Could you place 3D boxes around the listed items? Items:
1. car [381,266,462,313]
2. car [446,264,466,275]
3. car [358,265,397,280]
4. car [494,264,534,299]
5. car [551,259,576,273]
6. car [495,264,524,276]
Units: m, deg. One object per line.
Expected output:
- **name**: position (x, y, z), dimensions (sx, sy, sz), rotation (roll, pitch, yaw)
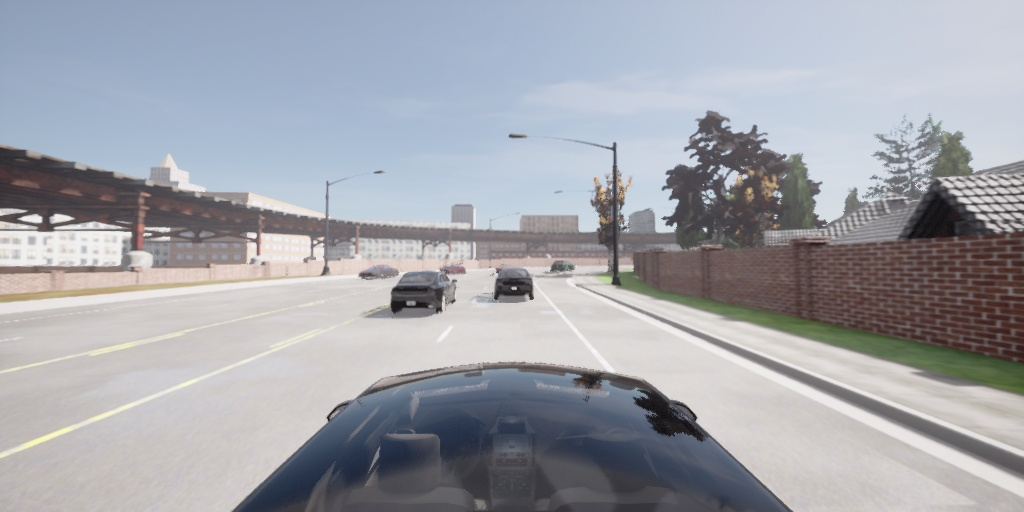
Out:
- **car**: position (-3.404, 1.353, 14.524), dimensions (1.837, 1.490, 4.892), rotation (0, 0, 0)
- **car**: position (-7.255, 1.639, 43.868), dimensions (1.994, 1.385, 4.181), rotation (-1, -1, 20)
- **car**: position (-13.256, 1.576, 36.003), dimensions (2.033, 1.411, 5.357), rotation (0, -1, 8)
- **car**: position (0.097, 1.358, 18.930), dimensions (1.882, 1.535, 5.008), rotation (0, 0, 0)
- **car**: position (7.166, 1.340, 49.682), dimensions (2.097, 1.767, 4.553), rotation (-1, 0, 31)
- **car**: position (-0.215, 1.618, 43.132), dimensions (1.895, 1.301, 4.718), rotation (-1, 0, 21)
